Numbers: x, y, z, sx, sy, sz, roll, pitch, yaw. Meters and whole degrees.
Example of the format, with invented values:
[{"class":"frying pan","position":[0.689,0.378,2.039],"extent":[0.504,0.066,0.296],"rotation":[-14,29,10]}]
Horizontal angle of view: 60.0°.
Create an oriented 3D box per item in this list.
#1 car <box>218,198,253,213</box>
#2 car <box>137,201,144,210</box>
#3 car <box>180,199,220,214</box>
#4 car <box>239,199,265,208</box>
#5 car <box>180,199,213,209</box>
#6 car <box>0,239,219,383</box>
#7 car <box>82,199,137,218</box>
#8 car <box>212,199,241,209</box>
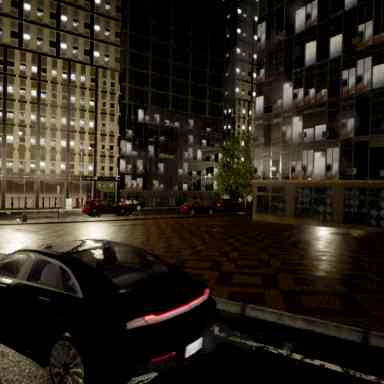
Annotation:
[{"class":"car","position":[5.355,1.782,43.635],"extent":[5.009,1.841,2.192],"rotation":[1,1,-34]},{"class":"car","position":[-8.455,1.720,43.739],"extent":[4.403,1.369,2.008],"rotation":[1,1,-34]},{"class":"car","position":[0.672,1.966,40.437],"extent":[4.507,1.381,1.887],"rotation":[1,1,-34]},{"class":"car","position":[10.259,1.934,56.545],"extent":[4.206,1.307,1.802],"rotation":[1,1,-34]},{"class":"car","position":[0.762,1.784,50.045],"extent":[4.829,1.417,1.752],"rotation":[1,1,-34]},{"class":"car","position":[-1.946,1.490,5.072],"extent":[4.902,1.511,2.128],"rotation":[0,0,36]},{"class":"car","position":[-8.680,1.645,34.031],"extent":[5.009,1.841,2.192],"rotation":[1,1,-34]},{"class":"car","position":[5.581,1.872,53.343],"extent":[4.313,1.339,1.947],"rotation":[1,1,-34]}]
